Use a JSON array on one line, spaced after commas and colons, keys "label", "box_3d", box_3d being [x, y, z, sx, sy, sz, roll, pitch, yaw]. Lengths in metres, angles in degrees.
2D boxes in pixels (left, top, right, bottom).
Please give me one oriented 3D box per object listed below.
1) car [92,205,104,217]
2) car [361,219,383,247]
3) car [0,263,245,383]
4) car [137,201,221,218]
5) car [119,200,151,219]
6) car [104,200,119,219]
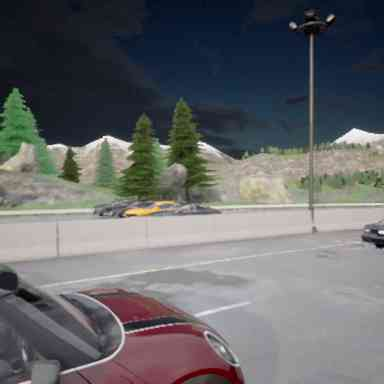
[{"label": "car", "box_3d": [-6.175, 1.414, 28.939, 4.902, 1.511, 2.128, 0, 0, -31]}, {"label": "car", "box_3d": [9.180, 1.529, 13.410, 5.357, 1.411, 2.033, 0, 0, -29]}, {"label": "car", "box_3d": [-1.731, 1.344, 2.401, 4.553, 1.767, 2.097, 0, 0, -35]}, {"label": "car", "box_3d": [-0.485, 1.443, 20.117, 4.902, 1.511, 2.128, 0, 0, -31]}, {"label": "car", "box_3d": [-2.193, 1.419, 23.176, 5.008, 1.535, 1.882, 0, 0, -31]}, {"label": "car", "box_3d": [-4.005, 1.437, 26.160, 4.892, 1.490, 1.837, 0, 0, -31]}]
